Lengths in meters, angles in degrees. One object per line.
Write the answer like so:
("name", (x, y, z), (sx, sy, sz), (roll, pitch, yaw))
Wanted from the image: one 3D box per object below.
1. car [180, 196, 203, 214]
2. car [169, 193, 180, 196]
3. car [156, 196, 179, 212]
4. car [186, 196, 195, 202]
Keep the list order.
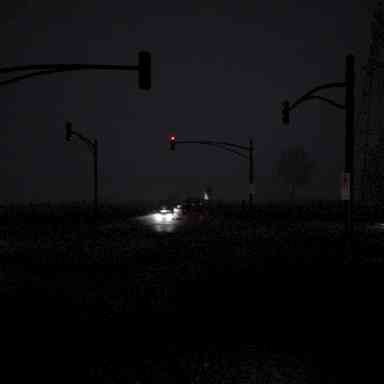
("car", (0.050, 1.345, 35.816), (2.097, 1.767, 4.553), (0, 0, -2))
("car", (-3.067, 1.216, 57.806), (2.150, 2.045, 5.566), (0, 0, 0))
("car", (-2.966, 1.485, 37.639), (2.128, 1.511, 4.902), (0, 0, -1))
("car", (-0.341, 1.595, 78.353), (1.895, 1.301, 4.718), (0, 0, 0))
